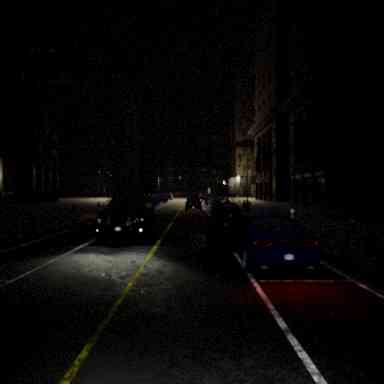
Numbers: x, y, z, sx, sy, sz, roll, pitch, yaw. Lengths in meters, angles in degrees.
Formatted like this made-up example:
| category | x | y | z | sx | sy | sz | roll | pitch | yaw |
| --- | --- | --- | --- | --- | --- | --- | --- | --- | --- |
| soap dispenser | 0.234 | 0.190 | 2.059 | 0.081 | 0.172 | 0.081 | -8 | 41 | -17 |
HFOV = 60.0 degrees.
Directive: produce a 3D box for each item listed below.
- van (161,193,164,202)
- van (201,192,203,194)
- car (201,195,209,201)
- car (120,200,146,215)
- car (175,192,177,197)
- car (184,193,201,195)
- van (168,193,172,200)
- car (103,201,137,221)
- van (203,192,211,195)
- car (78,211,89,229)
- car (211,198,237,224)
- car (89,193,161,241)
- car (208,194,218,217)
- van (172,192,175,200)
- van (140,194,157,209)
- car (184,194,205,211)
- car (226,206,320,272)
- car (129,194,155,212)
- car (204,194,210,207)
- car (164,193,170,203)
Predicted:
| category | x | y | z | sx | sy | sz | roll | pitch | yaw |
| --- | --- | --- | --- | --- | --- | --- | --- | --- | --- |
| van | -5.612 | 1.151 | 49.339 | 1.690 | 1.788 | 3.998 | 0 | 0 | 0 |
| van | 2.948 | 1.111 | 60.677 | 1.690 | 1.788 | 3.998 | 0 | 0 | 0 |
| car | 3.001 | 1.295 | 77.711 | 1.802 | 1.307 | 4.206 | 0 | 0 | 0 |
| car | -5.664 | 1.455 | 32.308 | 1.802 | 1.307 | 4.206 | 0 | 0 | 0 |
| car | -5.507 | 1.219 | 83.234 | 1.752 | 1.417 | 4.829 | 0 | 0 | 0 |
| car | 0.166 | 1.316 | 48.610 | 1.837 | 1.490 | 4.892 | 0 | 0 | 1 |
| van | -5.560 | 1.091 | 66.371 | 1.690 | 1.788 | 3.998 | 0 | 0 | 0 |
| car | -5.681 | 1.476 | 26.631 | 1.802 | 1.307 | 4.206 | 0 | 0 | 0 |
| van | 2.913 | 1.152 | 49.323 | 1.690 | 1.788 | 3.998 | 0 | 0 | 0 |
| car | -5.699 | 1.442 | 20.783 | 1.752 | 1.417 | 4.829 | 0 | 0 | 0 |
| car | 2.844 | 1.446 | 26.612 | 2.008 | 1.369 | 4.403 | 0 | 0 | 0 |
| car | -3.050 | 1.155 | 16.480 | 2.150 | 2.045 | 5.566 | 0 | 0 | 0 |
| car | 2.861 | 1.314 | 32.289 | 1.967 | 1.590 | 4.097 | 0 | 0 | 0 |
| van | -5.525 | 1.053 | 77.726 | 1.690 | 1.788 | 3.998 | 0 | 0 | 0 |
| van | -5.629 | 1.171 | 43.662 | 1.690 | 1.788 | 3.998 | 0 | 0 | 0 |
| car | 0.177 | 1.359 | 37.612 | 1.837 | 1.490 | 4.892 | 0 | 0 | 1 |
| car | 2.394 | 1.434 | 10.637 | 1.882 | 1.535 | 5.008 | 0 | 0 | 0 |
| car | -5.647 | 1.166 | 37.984 | 2.192 | 1.841 | 5.009 | 0 | 0 | 0 |
| car | 2.896 | 1.382 | 43.645 | 2.008 | 1.369 | 4.403 | 0 | 0 | 0 |
| car | -5.577 | 1.351 | 60.694 | 1.802 | 1.307 | 4.206 | 0 | 0 | 0 |
